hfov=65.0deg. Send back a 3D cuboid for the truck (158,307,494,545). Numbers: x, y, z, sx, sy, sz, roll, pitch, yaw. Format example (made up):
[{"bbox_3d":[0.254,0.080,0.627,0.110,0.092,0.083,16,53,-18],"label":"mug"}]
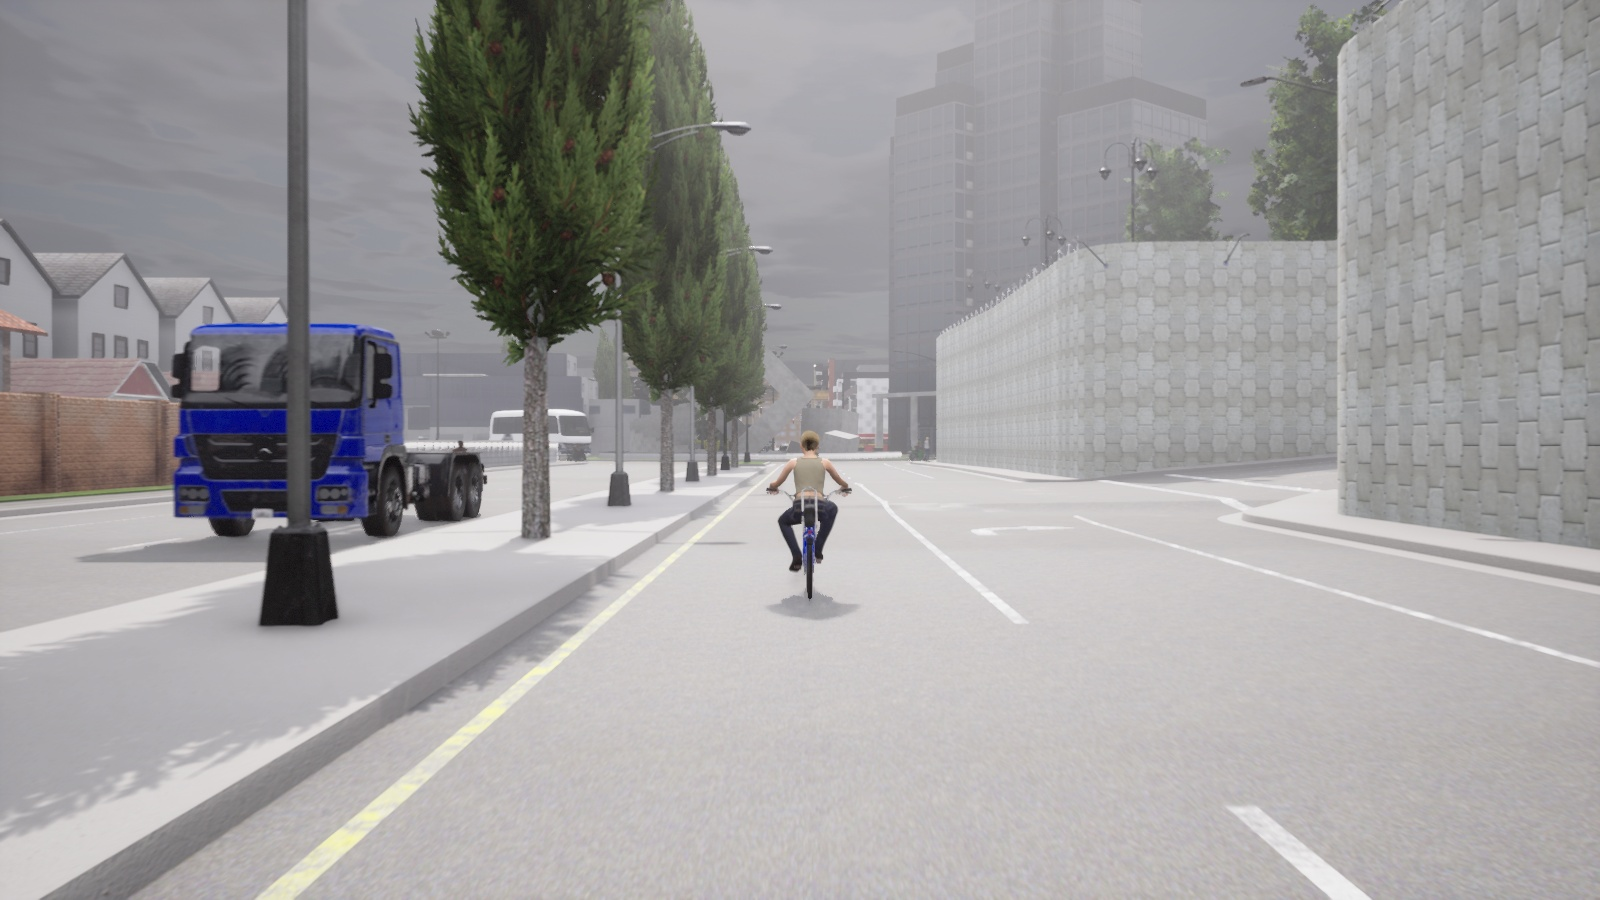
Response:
[{"bbox_3d":[-7.858,-0.367,22.216,2.891,3.462,7.936,0,0,0],"label":"truck"}]

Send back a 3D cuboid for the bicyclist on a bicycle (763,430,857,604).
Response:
[{"bbox_3d":[0.091,0.613,12.357,0.866,1.612,1.509,0,0,0],"label":"bicyclist on a bicycle"}]

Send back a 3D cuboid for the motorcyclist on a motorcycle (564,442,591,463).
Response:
[{"bbox_3d":[-16.911,0.178,95.306,2.044,1.523,0.797,0,0,35],"label":"motorcyclist on a motorcycle"}]
